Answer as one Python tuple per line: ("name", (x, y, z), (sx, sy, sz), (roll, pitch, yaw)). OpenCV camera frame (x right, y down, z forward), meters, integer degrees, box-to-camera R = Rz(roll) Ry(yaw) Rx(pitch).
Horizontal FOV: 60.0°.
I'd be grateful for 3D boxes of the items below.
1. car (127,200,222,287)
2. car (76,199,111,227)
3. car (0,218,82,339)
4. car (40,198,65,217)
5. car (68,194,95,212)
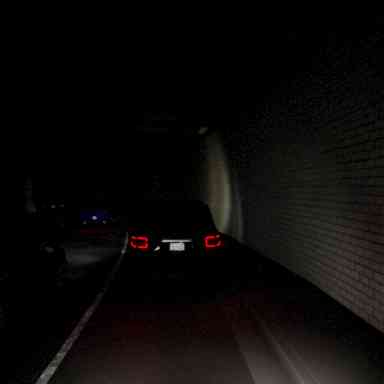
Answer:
("car", (-0.589, 1.220, 9.522), (2.150, 2.045, 5.566), (0, 0, -6))
("car", (-6.696, 1.477, 23.157), (1.882, 1.535, 5.008), (0, 0, -14))
("car", (-3.786, 1.492, 6.031), (2.128, 1.511, 4.902), (0, 0, -4))
("car", (-13.178, 1.351, 31.498), (2.097, 1.767, 4.553), (0, 0, -23))
("car", (-12.612, 1.221, 38.127), (2.150, 2.045, 5.566), (0, 0, -31))
